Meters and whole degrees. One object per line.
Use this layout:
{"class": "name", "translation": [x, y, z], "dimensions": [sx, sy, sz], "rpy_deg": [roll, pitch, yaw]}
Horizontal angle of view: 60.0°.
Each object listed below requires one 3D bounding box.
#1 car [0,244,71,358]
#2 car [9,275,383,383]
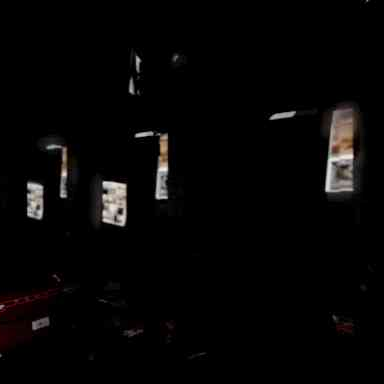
{"class": "car", "translation": [-3.741, 1.540, 5.542], "dimensions": [4.507, 1.381, 1.887], "rpy_deg": [0, 0, 35]}
{"class": "car", "translation": [0.868, 1.544, 2.255], "dimensions": [4.507, 1.381, 1.887], "rpy_deg": [0, 0, 35]}
